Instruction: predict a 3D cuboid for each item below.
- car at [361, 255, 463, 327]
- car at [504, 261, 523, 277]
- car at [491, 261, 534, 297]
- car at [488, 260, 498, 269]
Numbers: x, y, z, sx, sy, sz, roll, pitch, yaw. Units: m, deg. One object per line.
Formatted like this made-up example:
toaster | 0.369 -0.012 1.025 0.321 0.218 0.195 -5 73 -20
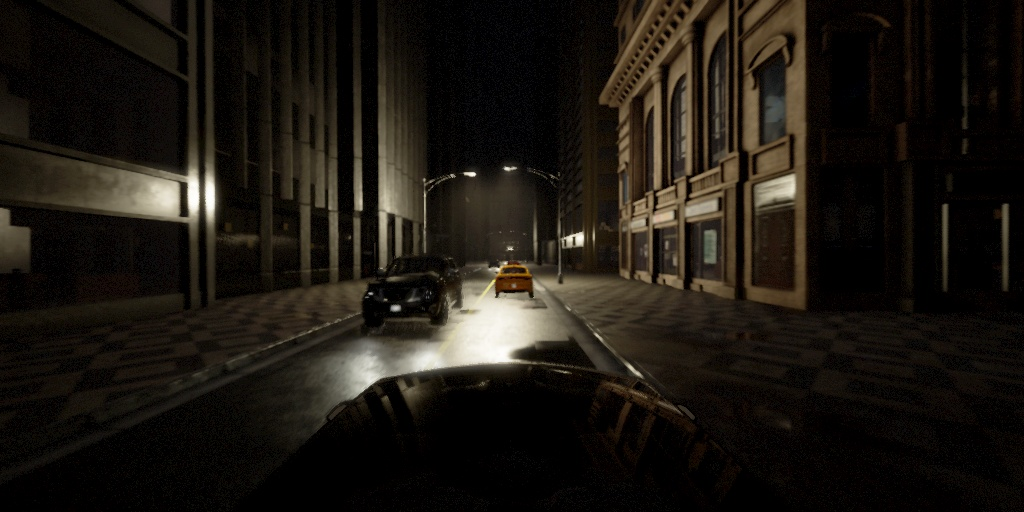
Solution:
car | -2.994 0.981 12.013 2.150 2.045 5.566 0 0 0
car | 0.133 1.287 36.728 1.812 1.442 4.674 0 0 0
car | 0.104 1.223 19.086 1.882 1.535 5.008 0 0 0
car | -2.924 1.391 60.659 2.033 1.411 5.357 0 0 0
